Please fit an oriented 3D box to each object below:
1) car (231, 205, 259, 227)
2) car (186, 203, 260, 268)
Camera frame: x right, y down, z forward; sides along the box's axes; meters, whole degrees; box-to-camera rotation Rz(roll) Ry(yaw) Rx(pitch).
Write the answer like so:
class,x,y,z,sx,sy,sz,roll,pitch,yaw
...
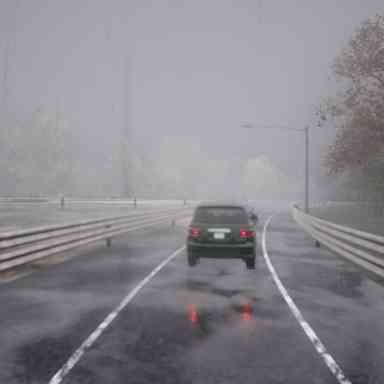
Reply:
class,x,y,z,sx,sy,sz,roll,pitch,yaw
car,4.552,1.934,27.980,1.837,1.490,4.892,0,-1,14
car,1.196,1.401,12.253,2.150,2.045,5.566,0,-1,9
